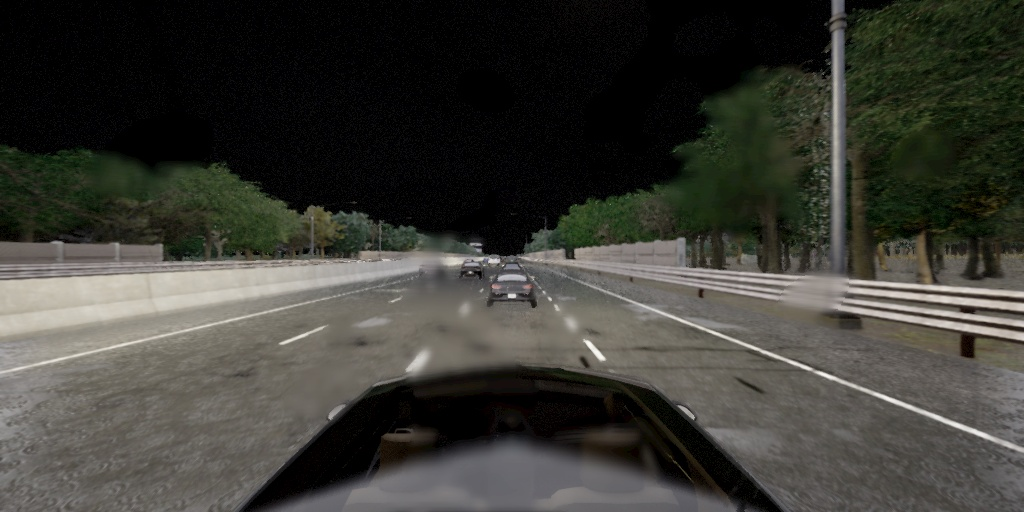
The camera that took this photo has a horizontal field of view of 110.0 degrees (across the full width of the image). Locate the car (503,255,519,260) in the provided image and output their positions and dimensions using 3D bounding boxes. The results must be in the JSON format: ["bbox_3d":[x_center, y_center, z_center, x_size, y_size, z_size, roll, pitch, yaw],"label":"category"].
[{"bbox_3d":[0.006,0.908,58.448,2.150,2.045,5.566,0,0,0],"label":"car"}]

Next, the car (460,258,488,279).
[{"bbox_3d":[-3.496,1.212,32.567,1.882,1.535,5.008,0,0,0],"label":"car"}]

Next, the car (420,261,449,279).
[{"bbox_3d":[-6.997,1.226,32.557,2.128,1.511,4.902,0,0,0],"label":"car"}]

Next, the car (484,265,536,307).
[{"bbox_3d":[0.002,1.277,15.308,1.812,1.442,4.674,0,0,0],"label":"car"}]

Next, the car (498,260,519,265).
[{"bbox_3d":[0.003,1.299,32.542,1.994,1.385,4.181,0,0,0],"label":"car"}]
